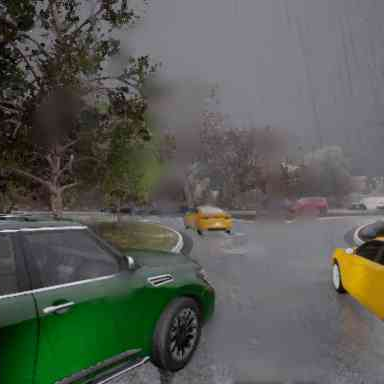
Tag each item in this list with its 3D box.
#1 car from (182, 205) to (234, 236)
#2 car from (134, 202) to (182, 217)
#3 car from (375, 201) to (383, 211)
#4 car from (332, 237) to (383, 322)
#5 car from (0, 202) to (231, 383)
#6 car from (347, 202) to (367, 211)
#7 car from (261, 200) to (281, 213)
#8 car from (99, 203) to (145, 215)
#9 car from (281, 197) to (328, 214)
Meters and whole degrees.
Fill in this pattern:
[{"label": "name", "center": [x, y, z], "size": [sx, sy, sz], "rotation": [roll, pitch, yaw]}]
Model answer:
[{"label": "car", "center": [0.826, 1.601, 20.201], "size": [1.882, 1.535, 5.008], "rotation": [0, -1, -13]}, {"label": "car", "center": [-3.516, 1.751, 33.867], "size": [4.674, 1.442, 1.812], "rotation": [0, 0, -13]}, {"label": "car", "center": [31.067, 2.268, 53.782], "size": [1.882, 1.535, 5.008], "rotation": [0, -1, 39]}, {"label": "car", "center": [3.993, 1.497, 5.878], "size": [1.882, 1.535, 5.008], "rotation": [0, 0, 7]}, {"label": "car", "center": [-2.040, 1.222, 3.524], "size": [2.150, 2.045, 5.566], "rotation": [0, -1, 40]}, {"label": "car", "center": [26.765, 2.341, 53.836], "size": [1.994, 1.385, 4.181], "rotation": [0, -1, 43]}, {"label": "car", "center": [11.120, 1.796, 43.003], "size": [4.553, 1.767, 2.097], "rotation": [1, -1, -27]}, {"label": "car", "center": [-7.551, 1.840, 36.222], "size": [4.718, 1.301, 1.895], "rotation": [0, 0, -1]}, {"label": "car", "center": [14.161, 1.680, 40.828], "size": [5.566, 2.045, 2.150], "rotation": [1, -1, -27]}]
